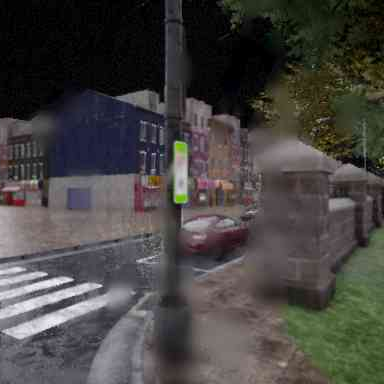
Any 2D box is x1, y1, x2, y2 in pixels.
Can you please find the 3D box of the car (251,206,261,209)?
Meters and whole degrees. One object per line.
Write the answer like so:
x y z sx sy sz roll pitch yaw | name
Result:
3.613 1.349 15.961 2.008 1.369 4.403 1 1 33 | car

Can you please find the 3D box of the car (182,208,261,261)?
0.761 1.419 11.513 1.802 1.307 4.206 1 1 33 | car
